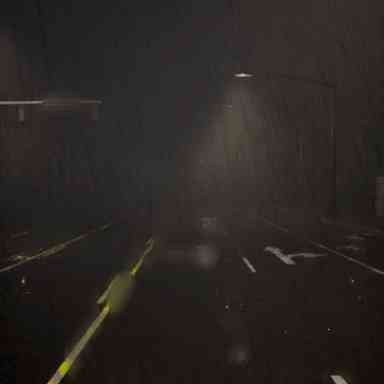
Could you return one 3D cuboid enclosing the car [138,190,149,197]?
[{"bbox_3d":[-10.523,0.360,72.853,1.882,1.535,5.008,0,1,0],"label":"car"}]

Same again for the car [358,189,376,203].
[{"bbox_3d":[26.776,0.471,47.443,5.566,2.045,2.150,0,1,0],"label":"car"}]
